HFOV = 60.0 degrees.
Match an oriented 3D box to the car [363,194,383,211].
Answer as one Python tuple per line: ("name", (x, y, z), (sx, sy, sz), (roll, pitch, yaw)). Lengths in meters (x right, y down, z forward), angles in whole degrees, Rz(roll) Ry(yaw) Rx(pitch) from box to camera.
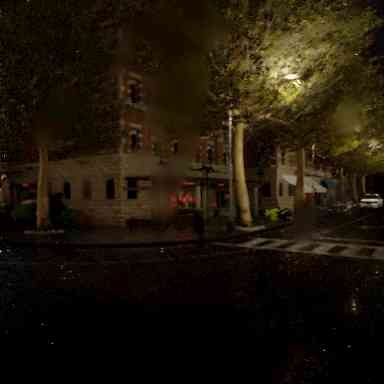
("car", (23.236, 1.294, 43.058), (2.435, 2.045, 5.566), (-1, 0, 36))

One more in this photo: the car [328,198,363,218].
("car", (14.381, 1.553, 31.731), (2.231, 1.521, 4.892), (-1, 0, 36))
